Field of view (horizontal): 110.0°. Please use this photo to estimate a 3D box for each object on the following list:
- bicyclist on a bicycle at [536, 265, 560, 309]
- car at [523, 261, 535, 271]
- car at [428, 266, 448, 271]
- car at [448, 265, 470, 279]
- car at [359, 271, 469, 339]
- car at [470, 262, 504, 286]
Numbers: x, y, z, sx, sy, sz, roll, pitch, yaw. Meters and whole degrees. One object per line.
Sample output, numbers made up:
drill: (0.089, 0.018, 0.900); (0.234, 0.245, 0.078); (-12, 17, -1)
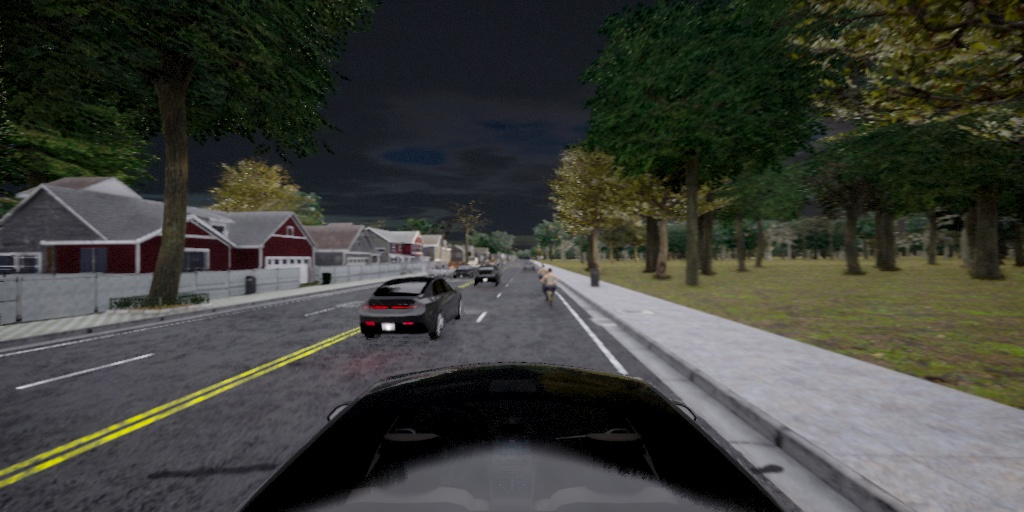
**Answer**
bicyclist on a bicycle: (1.536, 1.275, 14.521); (0.866, 1.612, 1.509); (-1, 0, 3)
car: (2.884, 1.699, 59.977); (2.128, 1.511, 4.902); (-1, -1, 3)
car: (-7.992, 1.748, 40.125); (1.895, 1.301, 4.718); (-1, 0, 3)
car: (-4.849, 1.643, 37.758); (2.033, 1.411, 5.357); (-1, 0, 3)
car: (-2.661, 1.352, 10.451); (1.837, 1.490, 4.892); (-1, 0, 3)
car: (-1.831, 1.491, 28.386); (1.837, 1.490, 4.892); (-1, 0, 3)
